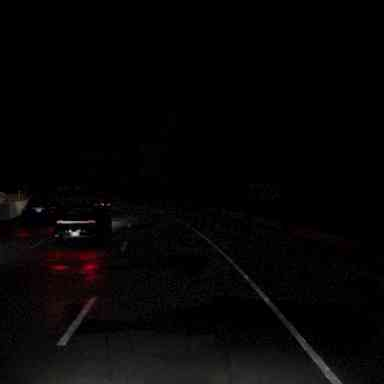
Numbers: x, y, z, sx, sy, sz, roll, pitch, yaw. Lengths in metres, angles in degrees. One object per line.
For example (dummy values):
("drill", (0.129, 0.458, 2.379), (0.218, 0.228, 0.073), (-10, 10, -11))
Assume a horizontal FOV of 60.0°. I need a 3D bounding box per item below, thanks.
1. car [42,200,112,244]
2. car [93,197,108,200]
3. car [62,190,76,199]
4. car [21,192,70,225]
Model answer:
("car", (-4.764, 1.336, 14.964), (2.128, 1.511, 4.902), (0, 1, -8))
("car", (-9.141, 1.203, 33.148), (2.033, 1.411, 5.357), (0, 1, -19))
("car", (-27.586, 0.468, 73.654), (2.150, 2.045, 5.566), (-1, 1, -42))
("car", (-9.717, 1.125, 22.143), (2.097, 1.767, 4.553), (0, 1, -13))
